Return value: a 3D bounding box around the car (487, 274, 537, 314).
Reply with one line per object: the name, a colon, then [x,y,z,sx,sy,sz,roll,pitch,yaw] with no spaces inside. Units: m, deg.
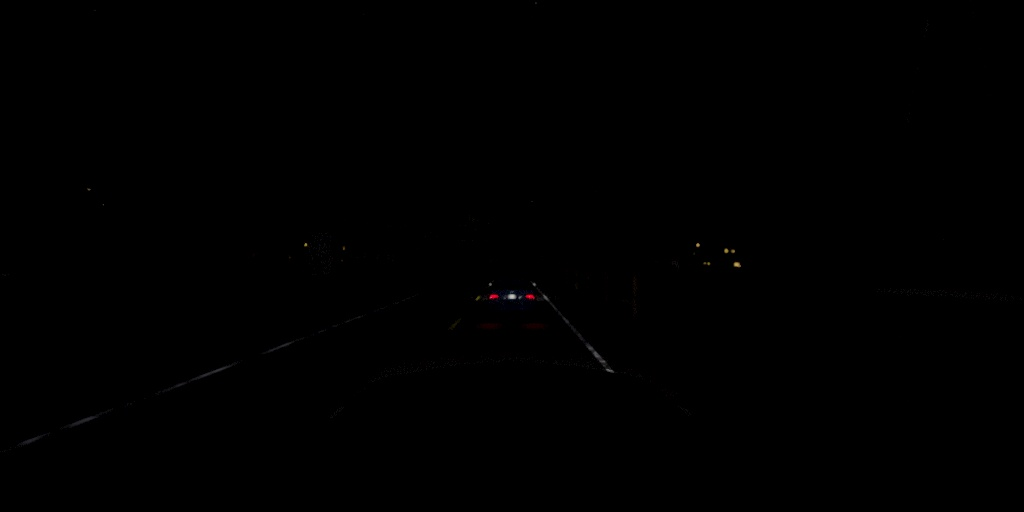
car: [0.013,1.421,14.350,2.033,1.411,5.357,0,-1,0]
